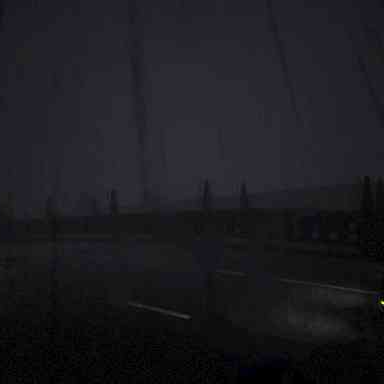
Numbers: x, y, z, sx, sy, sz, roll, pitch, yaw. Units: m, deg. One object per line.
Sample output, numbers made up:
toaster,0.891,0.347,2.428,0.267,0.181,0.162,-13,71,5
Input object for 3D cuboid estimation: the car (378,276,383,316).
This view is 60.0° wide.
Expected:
car,5.317,1.497,4.499,4.892,1.490,1.837,0,0,35
